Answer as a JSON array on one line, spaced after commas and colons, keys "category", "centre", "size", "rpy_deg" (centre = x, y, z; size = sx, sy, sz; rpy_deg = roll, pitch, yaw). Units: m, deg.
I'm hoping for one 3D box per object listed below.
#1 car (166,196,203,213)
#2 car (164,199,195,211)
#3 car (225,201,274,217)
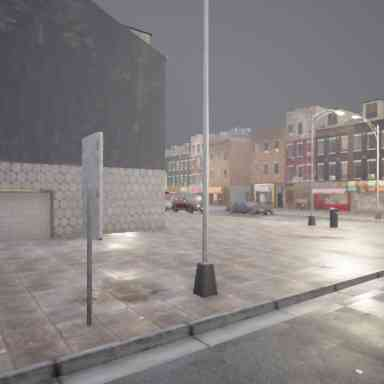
[{"category": "car", "centre": [-0.400, 1.411, 37.223], "size": [2.192, 1.841, 5.009], "rpy_deg": [0, 0, -35]}, {"category": "car", "centre": [-1.713, 1.653, 43.479], "size": [1.812, 1.442, 4.674], "rpy_deg": [0, 0, -35]}, {"category": "car", "centre": [5.576, 1.628, 33.215], "size": [2.033, 1.411, 5.357], "rpy_deg": [0, 0, -36]}]
